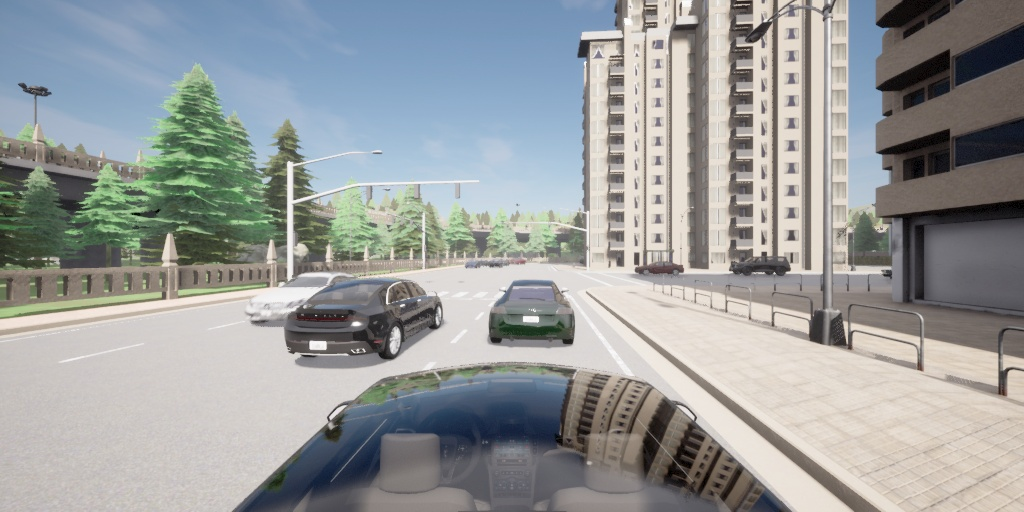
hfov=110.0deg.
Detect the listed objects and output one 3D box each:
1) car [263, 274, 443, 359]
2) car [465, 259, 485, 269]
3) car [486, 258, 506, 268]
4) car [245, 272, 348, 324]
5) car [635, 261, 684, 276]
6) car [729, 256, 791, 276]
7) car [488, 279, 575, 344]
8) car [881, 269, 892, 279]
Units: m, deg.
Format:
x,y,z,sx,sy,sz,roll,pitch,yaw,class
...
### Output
x,y,z,sx,sy,sz,roll,pitch,yaw,class
-3.042,1.255,8.433,1.837,1.490,4.892,0,0,5,car
-6.321,1.297,58.528,2.033,1.411,5.357,0,0,5,car
-2.632,1.350,60.557,1.895,1.301,4.718,0,0,5,car
-6.437,1.275,11.974,1.812,1.442,4.674,0,0,4,car
15.789,1.283,38.559,5.008,1.535,1.882,0,0,4,car
26.147,1.026,37.884,5.566,2.045,2.150,0,0,4,car
0.573,1.314,9.630,1.994,1.385,4.181,0,0,5,car
34.390,1.406,30.162,4.718,1.301,1.895,0,0,4,car
